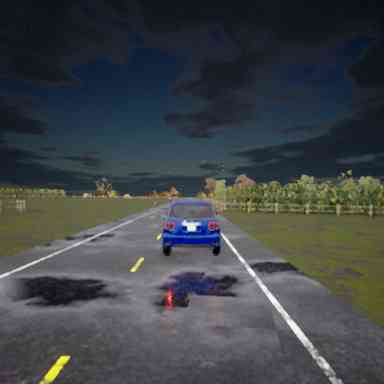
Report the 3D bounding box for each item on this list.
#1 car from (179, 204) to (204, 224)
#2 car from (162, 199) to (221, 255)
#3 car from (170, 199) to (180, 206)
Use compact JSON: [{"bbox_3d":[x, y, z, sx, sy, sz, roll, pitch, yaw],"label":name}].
[{"bbox_3d":[-0.035,1.829,29.007,2.033,1.411,5.357,0,-1,0],"label":"car"},{"bbox_3d":[-0.016,1.353,14.032,2.150,2.045,5.566,0,0,0],"label":"car"},{"bbox_3d":[-3.588,2.233,71.668,1.994,1.385,4.181,0,-1,0],"label":"car"}]
